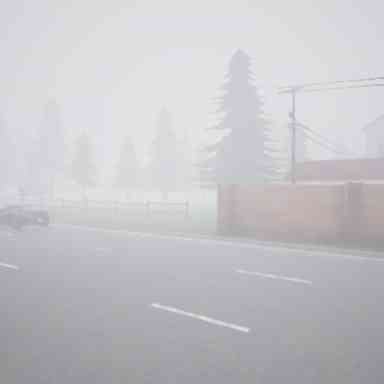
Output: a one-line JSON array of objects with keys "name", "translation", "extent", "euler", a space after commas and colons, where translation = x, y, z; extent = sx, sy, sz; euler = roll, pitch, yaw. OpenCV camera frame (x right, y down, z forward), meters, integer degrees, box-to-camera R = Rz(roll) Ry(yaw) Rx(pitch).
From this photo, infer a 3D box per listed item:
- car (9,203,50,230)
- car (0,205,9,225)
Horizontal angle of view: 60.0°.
[{"name": "car", "translation": [-10.367, 1.415, 19.983], "extent": [4.674, 1.442, 1.812], "euler": [0, 0, 36]}, {"name": "car", "translation": [-11.538, 1.387, 16.519], "extent": [4.902, 1.511, 2.128], "euler": [0, 0, 35]}]
